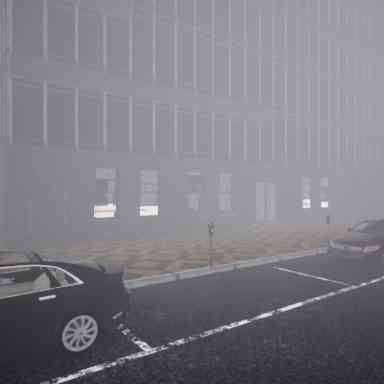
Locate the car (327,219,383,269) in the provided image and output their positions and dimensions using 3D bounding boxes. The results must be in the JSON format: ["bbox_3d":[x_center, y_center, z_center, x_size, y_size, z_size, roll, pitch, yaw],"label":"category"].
[{"bbox_3d":[6.259,1.582,11.057,4.206,1.307,1.802,0,0,-36],"label":"car"}]

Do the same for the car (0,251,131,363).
[{"bbox_3d":[-2.993,1.551,4.424,4.403,1.369,2.008,0,0,-36],"label":"car"}]
